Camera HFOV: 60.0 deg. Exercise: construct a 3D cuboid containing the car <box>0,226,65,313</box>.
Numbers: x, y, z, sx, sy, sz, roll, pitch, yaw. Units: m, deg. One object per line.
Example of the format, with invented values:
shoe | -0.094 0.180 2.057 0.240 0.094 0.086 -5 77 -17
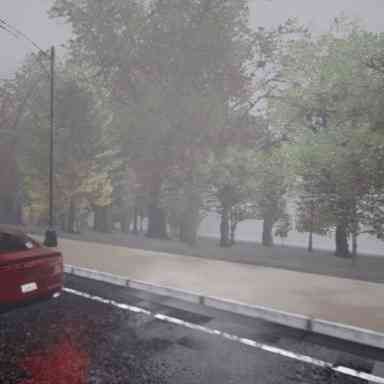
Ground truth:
car | -4.757 1.438 6.986 5.008 1.535 1.882 0 0 35
